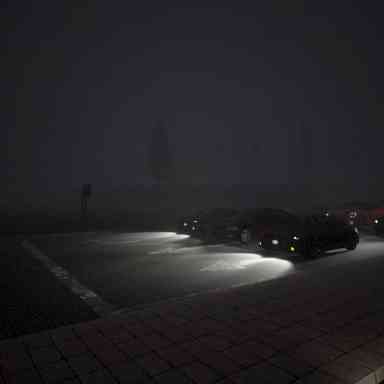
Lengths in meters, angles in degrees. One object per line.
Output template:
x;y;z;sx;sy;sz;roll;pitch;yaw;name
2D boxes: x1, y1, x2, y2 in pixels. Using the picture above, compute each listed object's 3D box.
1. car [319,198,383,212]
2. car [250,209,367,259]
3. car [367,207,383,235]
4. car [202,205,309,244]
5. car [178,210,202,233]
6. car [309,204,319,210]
10.533;1.352;21.241;4.553;1.767;2.097;0;0;-35;car
4.520;1.564;12.721;4.181;1.385;1.994;0;0;-35;car
11.673;1.601;17.768;4.718;1.301;1.895;0;0;-35;car
3.147;1.478;16.034;5.008;1.535;1.882;0;0;-35;car
1.266;1.564;18.989;4.181;1.385;1.994;0;0;-35;car
9.198;1.564;24.567;4.181;1.385;1.994;0;0;-36;car
